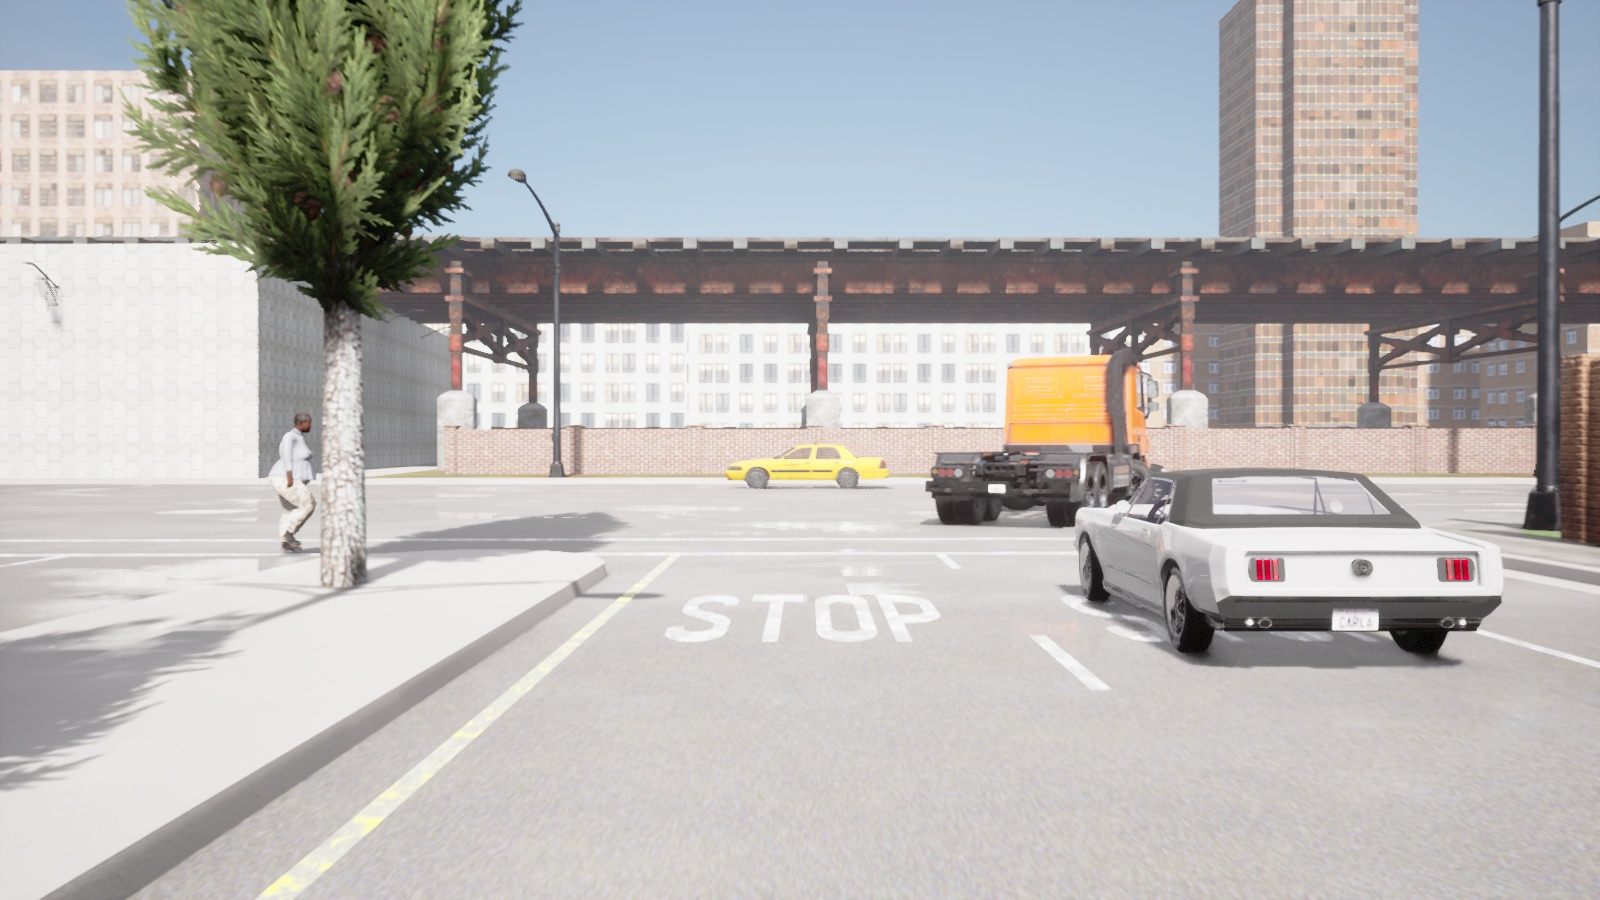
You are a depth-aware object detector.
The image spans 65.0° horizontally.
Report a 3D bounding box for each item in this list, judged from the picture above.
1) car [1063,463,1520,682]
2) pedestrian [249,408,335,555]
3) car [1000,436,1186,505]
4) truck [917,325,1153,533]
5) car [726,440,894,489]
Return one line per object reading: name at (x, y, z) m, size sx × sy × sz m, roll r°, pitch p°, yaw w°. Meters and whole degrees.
car at (3.574, 0.792, 10.233) m, size 1.895 × 1.301 × 4.718 m, roll 0°, pitch 0°, yaw 0°
pedestrian at (-6.616, 0.394, 16.400) m, size 0.900 × 1.855 × 0.874 m, roll 0°, pitch 0°, yaw -12°
car at (7.043, 0.478, 30.368) m, size 3.988 × 1.617 × 1.851 m, roll 0°, pitch 0°, yaw -8°
truck at (4.995, -0.372, 25.155) m, size 2.891 × 3.462 × 7.936 m, roll 0°, pitch 0°, yaw 24°
car at (0.321, 0.454, 41.078) m, size 5.366 × 1.575 × 1.801 m, roll 0°, pitch 0°, yaw 1°
